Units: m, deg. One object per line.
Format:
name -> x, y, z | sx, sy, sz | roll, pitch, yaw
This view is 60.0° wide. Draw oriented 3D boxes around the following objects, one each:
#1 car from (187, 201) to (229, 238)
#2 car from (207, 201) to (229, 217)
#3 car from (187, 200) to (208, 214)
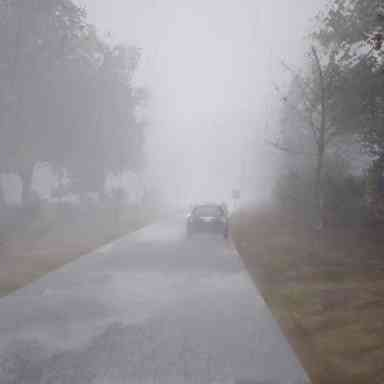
car -> 0.916, 1.420, 18.313 | 2.097, 1.767, 4.553 | 0, 0, 4
car -> 2.890, 1.779, 36.023 | 2.128, 1.511, 4.902 | 0, -1, 8
car -> 0.767, 1.804, 41.372 | 1.882, 1.535, 5.008 | 1, -1, 10
